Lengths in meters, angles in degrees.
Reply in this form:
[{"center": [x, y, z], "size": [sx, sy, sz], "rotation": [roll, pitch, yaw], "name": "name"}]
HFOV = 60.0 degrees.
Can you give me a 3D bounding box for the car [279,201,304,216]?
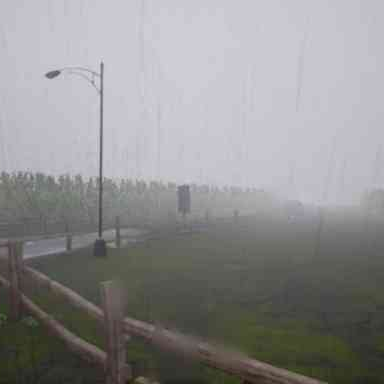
[{"center": [14.825, 2.397, 49.336], "size": [2.150, 2.045, 5.566], "rotation": [-1, -2, 36], "name": "car"}]
